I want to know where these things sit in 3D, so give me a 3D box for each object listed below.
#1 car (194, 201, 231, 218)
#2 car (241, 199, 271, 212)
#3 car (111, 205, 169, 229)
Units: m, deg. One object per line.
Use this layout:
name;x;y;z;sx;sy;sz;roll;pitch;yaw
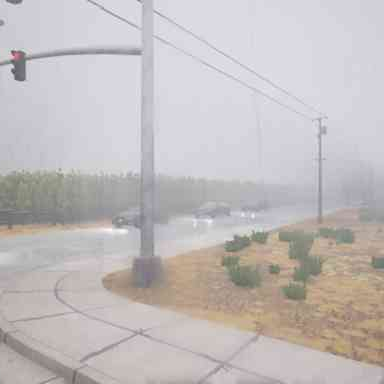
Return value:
car;2.015;1.560;30.595;1.812;1.442;4.674;0;0;33
car;7.659;1.582;39.366;2.033;1.411;5.357;0;0;33
car;-3.358;1.598;22.279;1.994;1.385;4.181;0;0;33
